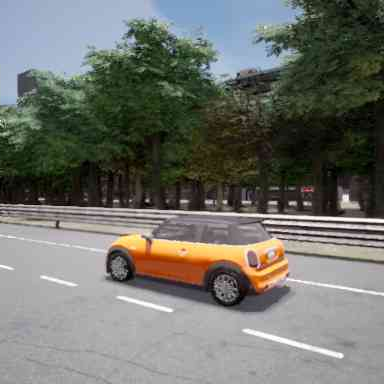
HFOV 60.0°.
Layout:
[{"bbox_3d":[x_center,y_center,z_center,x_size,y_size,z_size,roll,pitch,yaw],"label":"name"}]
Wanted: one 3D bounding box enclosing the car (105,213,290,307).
[{"bbox_3d":[-0.063,1.354,8.211,4.553,1.767,2.097,0,0,36],"label":"car"}]
